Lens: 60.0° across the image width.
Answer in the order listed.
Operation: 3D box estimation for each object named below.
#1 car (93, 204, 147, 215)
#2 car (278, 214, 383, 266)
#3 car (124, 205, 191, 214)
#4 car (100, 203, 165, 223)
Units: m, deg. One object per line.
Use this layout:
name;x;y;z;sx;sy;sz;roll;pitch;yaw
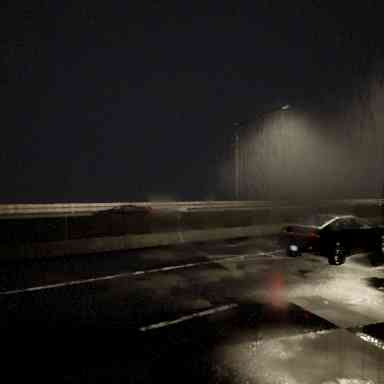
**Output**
car;-4.564;1.573;22.155;4.181;1.385;1.994;0;0;-35
car;5.132;1.516;11.663;4.902;1.511;2.128;0;0;-35
car;-1.384;1.616;20.108;4.718;1.301;1.895;0;0;-35
car;-4.647;1.614;26.364;4.718;1.301;1.895;0;0;-35
